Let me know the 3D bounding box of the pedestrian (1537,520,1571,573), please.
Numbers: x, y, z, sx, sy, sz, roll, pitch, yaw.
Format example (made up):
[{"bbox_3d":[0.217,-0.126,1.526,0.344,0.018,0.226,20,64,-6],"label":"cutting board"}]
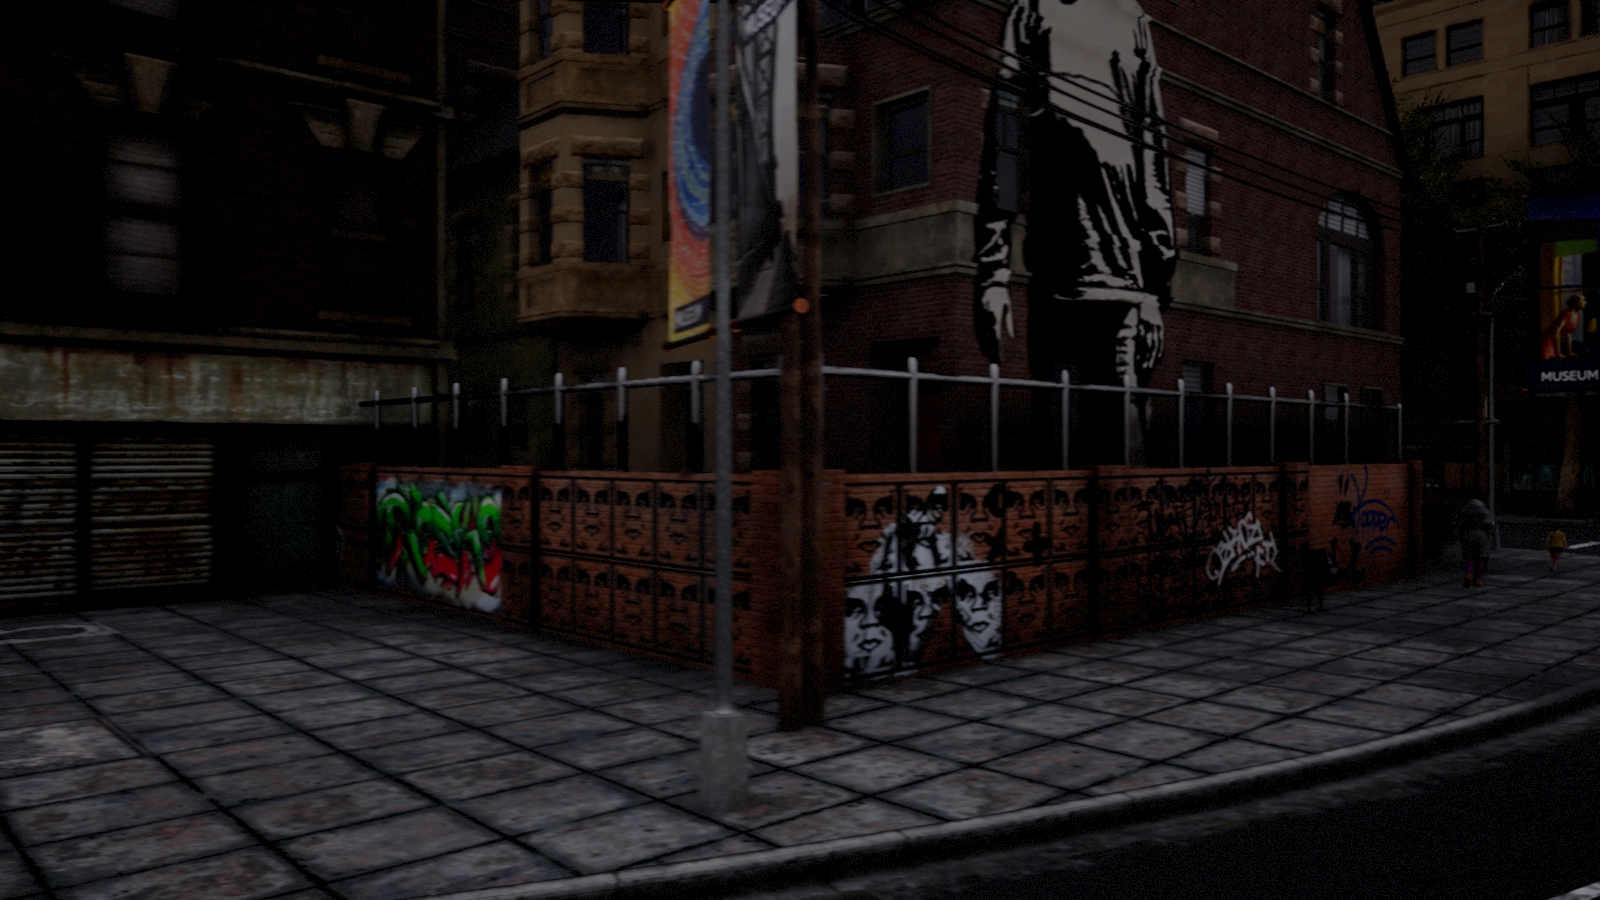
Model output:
[{"bbox_3d":[16.363,2.079,24.791,0.500,1.100,0.500,0,0,-42],"label":"pedestrian"}]

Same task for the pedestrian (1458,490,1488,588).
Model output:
[{"bbox_3d":[12.953,1.700,21.990,0.375,1.860,0.375,0,0,-37],"label":"pedestrian"}]
